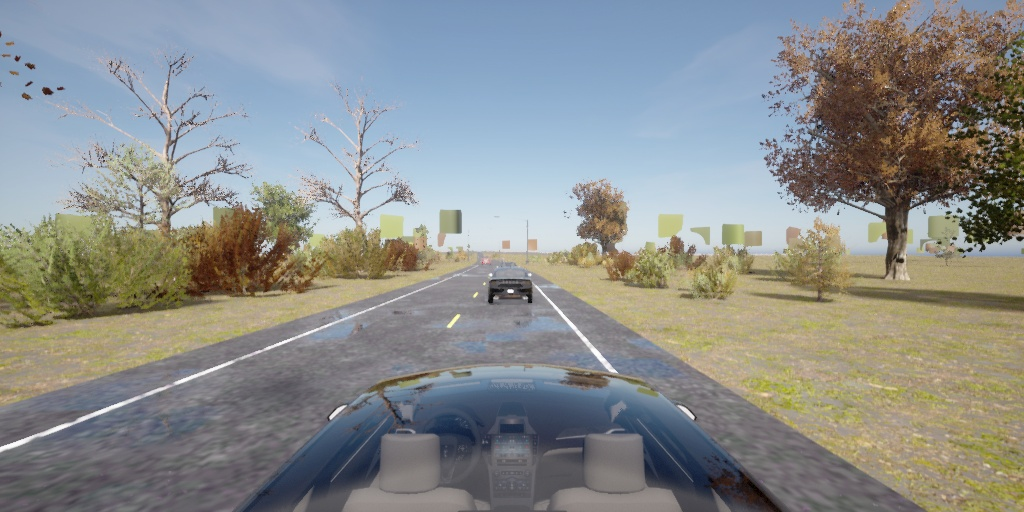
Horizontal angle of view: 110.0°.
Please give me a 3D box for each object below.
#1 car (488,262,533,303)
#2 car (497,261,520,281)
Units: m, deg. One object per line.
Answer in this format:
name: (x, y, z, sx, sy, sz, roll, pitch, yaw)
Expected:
car: (-0.082, 1.233, 16.554, 1.882, 1.535, 5.008, 0, 0, -1)
car: (-0.327, 1.264, 31.571, 1.837, 1.490, 4.892, 0, 0, -1)
